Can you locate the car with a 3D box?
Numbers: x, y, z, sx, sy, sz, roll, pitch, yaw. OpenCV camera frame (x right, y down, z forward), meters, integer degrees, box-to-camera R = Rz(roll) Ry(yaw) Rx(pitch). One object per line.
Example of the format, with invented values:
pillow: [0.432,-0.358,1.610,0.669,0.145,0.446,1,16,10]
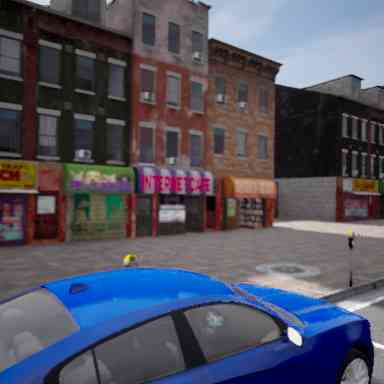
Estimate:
car: [-0.231,1.495,3.108,5.008,1.535,1.882,1,0,-35]
